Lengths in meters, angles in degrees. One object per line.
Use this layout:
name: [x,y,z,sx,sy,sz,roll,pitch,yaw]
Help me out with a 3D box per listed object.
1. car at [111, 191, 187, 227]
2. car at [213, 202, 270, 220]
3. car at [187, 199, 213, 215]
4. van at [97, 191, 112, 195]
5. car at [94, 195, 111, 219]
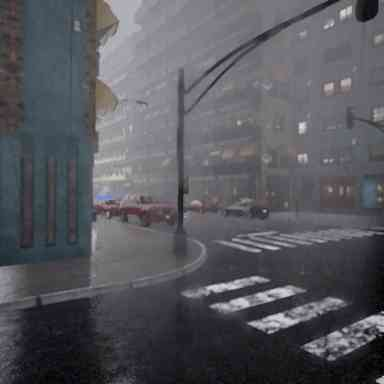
car: [-2.817,1.047,20.597,2.192,1.841,5.009,2,0,-36]
car: [3.988,1.378,25.477,1.947,1.339,4.313,2,0,-36]
car: [0.723,1.314,29.990,1.802,1.307,4.206,2,0,-36]
van: [-12.333,0.751,48.044,1.690,1.788,3.998,2,0,-36]
car: [-6.089,1.196,25.110,1.887,1.381,4.507,2,0,-36]
